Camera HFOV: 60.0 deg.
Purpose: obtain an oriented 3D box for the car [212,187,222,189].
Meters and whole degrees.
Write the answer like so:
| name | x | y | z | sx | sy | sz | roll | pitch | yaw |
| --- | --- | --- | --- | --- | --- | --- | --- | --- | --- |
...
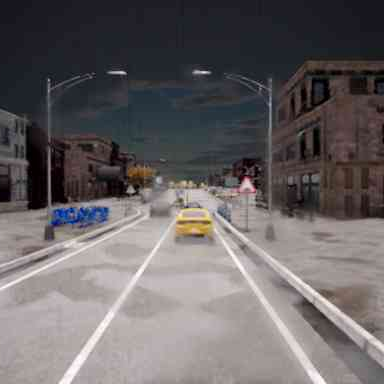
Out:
| name | x | y | z | sx | sy | sz | roll | pitch | yaw |
| --- | --- | --- | --- | --- | --- | --- | --- | --- | --- |
| car | 8.145 | 0.323 | 85.663 | 4.553 | 1.767 | 2.185 | 0 | 2 | -1 |

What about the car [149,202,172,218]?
| name | x | y | z | sx | sy | sz | roll | pitch | yaw |
| --- | --- | --- | --- | --- | --- | --- | --- | --- | --- |
| car | -3.001 | 1.684 | 32.564 | 1.882 | 1.535 | 5.008 | 0 | 0 | 0 |

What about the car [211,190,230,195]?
| name | x | y | z | sx | sy | sz | roll | pitch | yaw |
| --- | --- | --- | --- | --- | --- | --- | --- | --- | --- |
| car | 8.080 | 0.167 | 93.930 | 5.008 | 1.535 | 2.097 | 0 | 2 | -1 |

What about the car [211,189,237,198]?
| name | x | y | z | sx | sy | sz | roll | pitch | yaw |
| --- | --- | --- | --- | --- | --- | --- | --- | --- | --- |
| car | 8.053 | 0.651 | 80.157 | 5.366 | 1.575 | 1.946 | 0 | 2 | -1 |

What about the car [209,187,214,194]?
| name | x | y | z | sx | sy | sz | roll | pitch | yaw |
| --- | --- | --- | --- | --- | --- | --- | --- | --- | --- |
| car | 8.175 | 0.100 | 88.413 | 5.566 | 2.045 | 2.435 | 0 | 2 | -1 |

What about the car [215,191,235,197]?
| name | x | y | z | sx | sy | sz | roll | pitch | yaw |
| --- | --- | --- | --- | --- | --- | --- | --- | --- | --- |
| car | 8.211 | 0.590 | 82.916 | 4.674 | 1.452 | 2.002 | 0 | 2 | -1 |

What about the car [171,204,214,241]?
| name | x | y | z | sx | sy | sz | roll | pitch | yaw |
| --- | --- | --- | --- | --- | --- | --- | --- | --- | --- |
| car | 0.105 | 1.626 | 17.673 | 1.882 | 1.535 | 5.008 | 0 | -1 | 0 |
